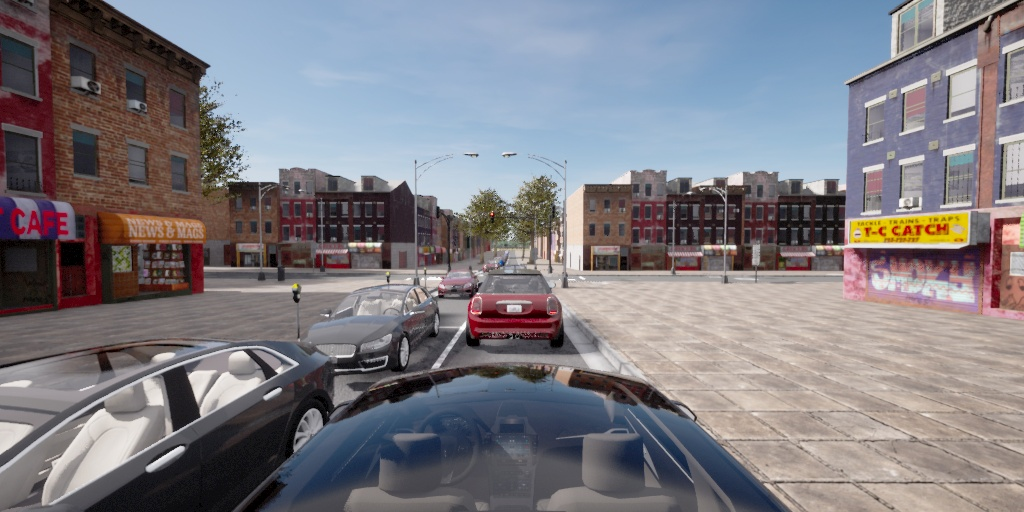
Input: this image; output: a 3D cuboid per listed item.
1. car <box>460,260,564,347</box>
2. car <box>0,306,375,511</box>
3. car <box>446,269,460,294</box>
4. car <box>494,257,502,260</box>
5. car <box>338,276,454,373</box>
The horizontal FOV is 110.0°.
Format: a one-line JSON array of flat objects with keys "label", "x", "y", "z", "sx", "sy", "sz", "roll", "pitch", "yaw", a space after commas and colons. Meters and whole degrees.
[{"label": "car", "x": 0.109, "y": 1.099, "z": 9.491, "sx": 2.097, "sy": 1.767, "sz": 4.553, "roll": 0, "pitch": 0, "yaw": 2}, {"label": "car", "x": -2.640, "y": 1.300, "z": 1.998, "sx": 2.007, "sy": 1.370, "sz": 4.403, "roll": 0, "pitch": 0, "yaw": 0}, {"label": "car", "x": -2.617, "y": 1.333, "z": 18.340, "sx": 1.802, "sy": 1.307, "sz": 4.207, "roll": 0, "pitch": 0, "yaw": 0}, {"label": "car", "x": -2.578, "y": 1.234, "z": 45.115, "sx": 1.967, "sy": 1.591, "sz": 4.097, "roll": 0, "pitch": 0, "yaw": 0}, {"label": "car", "x": -2.632, "y": 1.298, "z": 7.446, "sx": 2.007, "sy": 1.370, "sz": 4.403, "roll": 0, "pitch": 0, "yaw": 0}]
